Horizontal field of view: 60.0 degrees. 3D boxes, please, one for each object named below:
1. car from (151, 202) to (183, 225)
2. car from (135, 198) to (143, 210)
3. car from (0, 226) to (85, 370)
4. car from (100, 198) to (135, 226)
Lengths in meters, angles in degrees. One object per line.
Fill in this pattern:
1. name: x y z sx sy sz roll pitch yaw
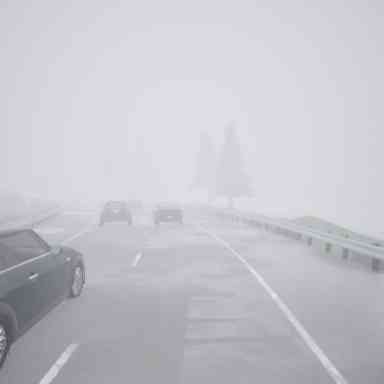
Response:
1. car: -1.917 1.476 24.249 1.882 1.535 5.008 0 0 -12
2. car: -7.473 1.494 41.356 2.163 1.488 4.792 0 0 -24
3. car: -3.409 1.347 5.576 2.097 1.767 4.553 0 0 -1
4. car: -5.438 1.345 23.906 2.097 1.767 4.553 0 0 -12
